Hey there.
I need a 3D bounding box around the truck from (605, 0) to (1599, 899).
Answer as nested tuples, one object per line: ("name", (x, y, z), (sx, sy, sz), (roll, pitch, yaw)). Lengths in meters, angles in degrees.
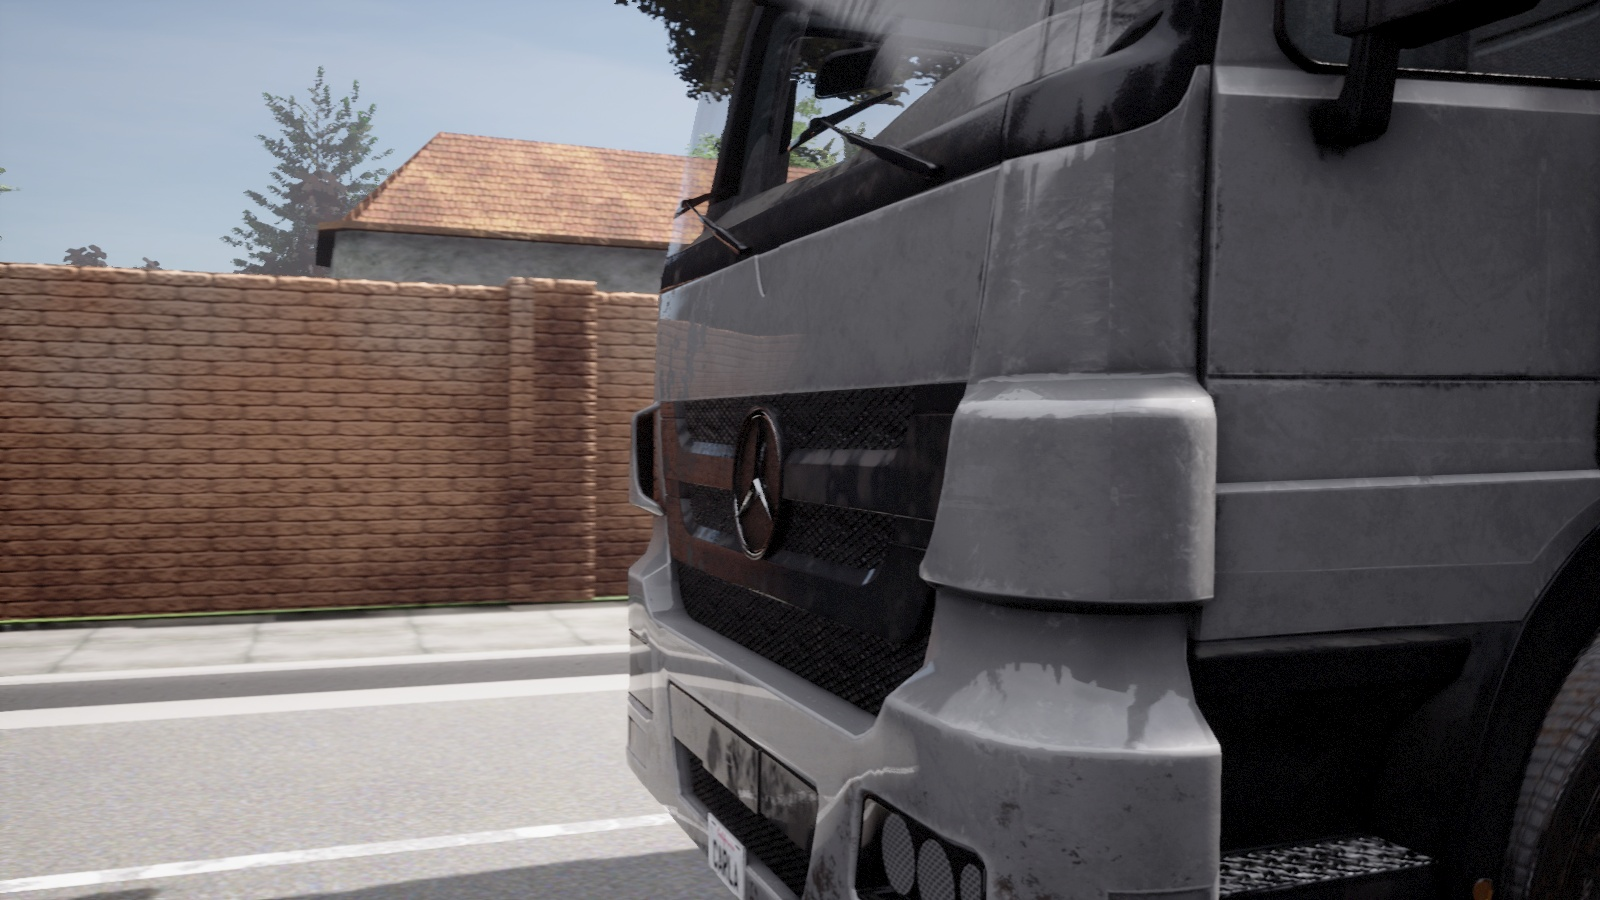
("truck", (3.539, -0.297, 4.571), (7.936, 3.462, 2.891), (-1, 1, -21))
